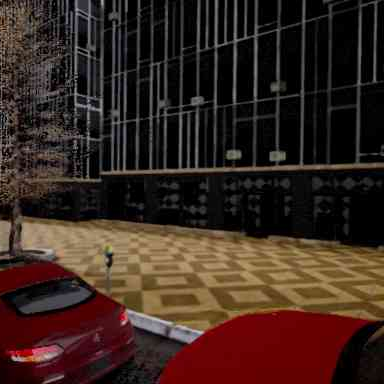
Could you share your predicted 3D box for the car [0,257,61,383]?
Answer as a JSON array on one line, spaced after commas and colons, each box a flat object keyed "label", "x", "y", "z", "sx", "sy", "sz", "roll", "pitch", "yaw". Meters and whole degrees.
[{"label": "car", "x": -2.616, "y": 1.580, "z": 4.535, "sx": 4.206, "sy": 1.307, "sz": 1.802, "roll": 0, "pitch": 1, "yaw": 36}]

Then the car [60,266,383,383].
[{"label": "car", "x": 1.980, "y": 1.316, "z": 1.251, "sx": 5.009, "sy": 1.841, "sz": 2.192, "roll": 0, "pitch": 1, "yaw": 36}]
